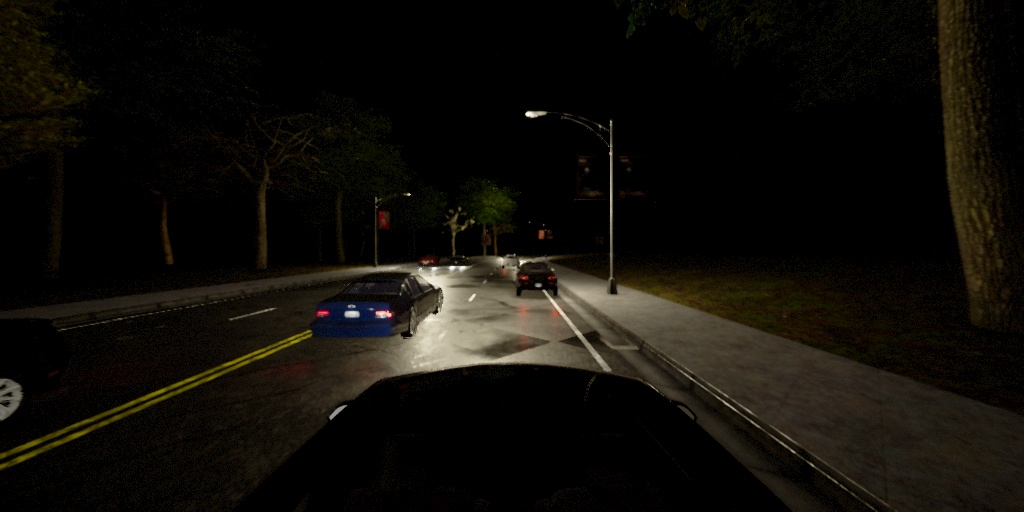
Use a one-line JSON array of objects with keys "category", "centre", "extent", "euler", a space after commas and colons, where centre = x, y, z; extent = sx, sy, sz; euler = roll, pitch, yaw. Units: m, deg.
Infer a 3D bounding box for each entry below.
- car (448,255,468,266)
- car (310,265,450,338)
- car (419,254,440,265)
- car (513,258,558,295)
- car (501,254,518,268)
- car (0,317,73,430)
[{"category": "car", "centre": [-6.701, 0.546, 44.949], "extent": [1.994, 1.385, 4.181], "euler": [0, 1, 0]}, {"category": "car", "centre": [-3.177, 1.153, 9.611], "extent": [2.033, 1.411, 5.357], "euler": [0, 1, 0]}, {"category": "car", "centre": [-9.961, 0.530, 43.658], "extent": [1.812, 1.442, 4.674], "euler": [0, 1, 0]}, {"category": "car", "centre": [1.085, 0.994, 17.097], "extent": [1.812, 1.442, 4.674], "euler": [0, 1, 0]}, {"category": "car", "centre": [-0.101, 0.595, 39.721], "extent": [1.812, 1.442, 4.674], "euler": [0, 1, 0]}, {"category": "car", "centre": [-6.602, 1.241, 2.516], "extent": [1.837, 1.490, 4.892], "euler": [0, 1, 0]}]
